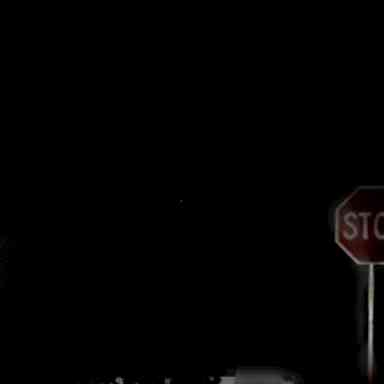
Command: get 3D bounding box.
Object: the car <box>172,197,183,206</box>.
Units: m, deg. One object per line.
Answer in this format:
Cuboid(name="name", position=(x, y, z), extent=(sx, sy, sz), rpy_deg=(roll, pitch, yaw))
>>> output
Cuboid(name="car", position=(-2.790, 1.762, 64.761), extent=(2.097, 1.767, 4.553), rpy_deg=(0, 0, 0))
